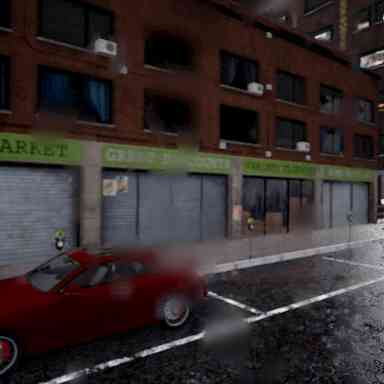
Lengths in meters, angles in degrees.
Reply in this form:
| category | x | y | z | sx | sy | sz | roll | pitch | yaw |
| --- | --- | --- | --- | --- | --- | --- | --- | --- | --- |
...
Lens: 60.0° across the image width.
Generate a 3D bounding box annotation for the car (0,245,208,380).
| category | x | y | z | sx | sy | sz | roll | pitch | yaw |
| --- | --- | --- | --- | --- | --- | --- | --- | --- | --- |
| car | -1.646 | 1.579 | 5.369 | 4.206 | 1.307 | 1.802 | 0 | 1 | -35 |
